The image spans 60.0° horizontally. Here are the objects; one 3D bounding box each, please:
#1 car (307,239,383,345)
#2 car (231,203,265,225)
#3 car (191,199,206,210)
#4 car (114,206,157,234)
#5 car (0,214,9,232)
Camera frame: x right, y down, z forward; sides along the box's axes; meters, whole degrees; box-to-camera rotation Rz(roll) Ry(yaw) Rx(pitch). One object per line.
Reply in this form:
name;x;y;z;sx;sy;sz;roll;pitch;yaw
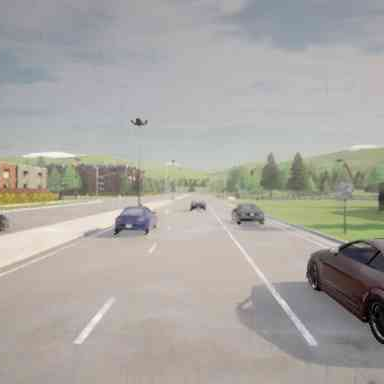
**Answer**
car;3.721;1.567;6.305;1.994;1.385;4.181;0;0;1
car;3.993;1.540;24.258;2.033;1.411;5.357;0;0;1
car;0.799;1.579;41.659;1.895;1.301;4.718;0;0;1
car;-3.100;1.510;18.830;1.812;1.442;4.674;0;0;1
car;-11.330;1.535;17.077;1.994;1.385;4.181;0;0;1
